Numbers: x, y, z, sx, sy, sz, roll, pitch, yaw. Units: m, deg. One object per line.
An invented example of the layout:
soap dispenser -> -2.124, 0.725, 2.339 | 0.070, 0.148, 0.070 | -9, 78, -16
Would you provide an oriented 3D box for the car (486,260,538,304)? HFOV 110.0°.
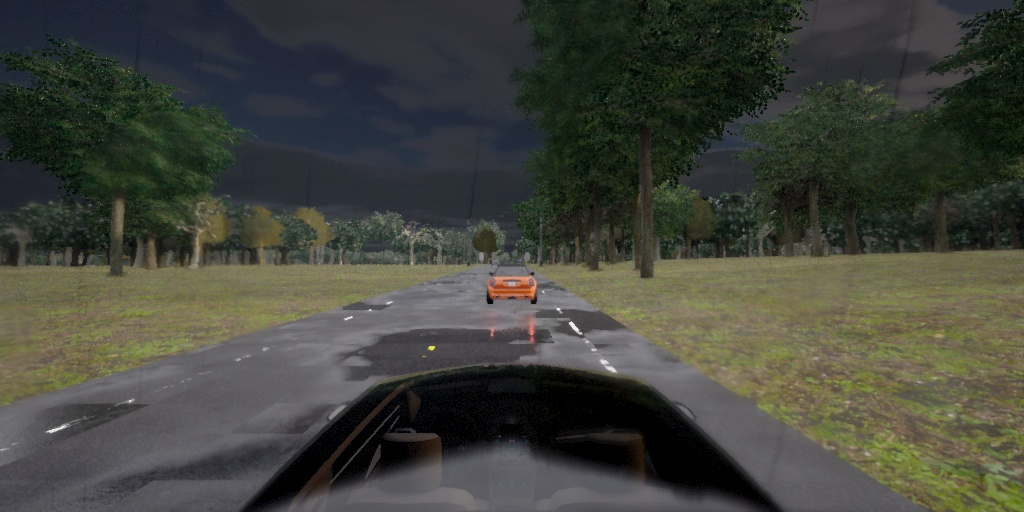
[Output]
car -> 0.000, 1.129, 16.485 | 2.097, 1.767, 4.553 | 0, 0, 0
